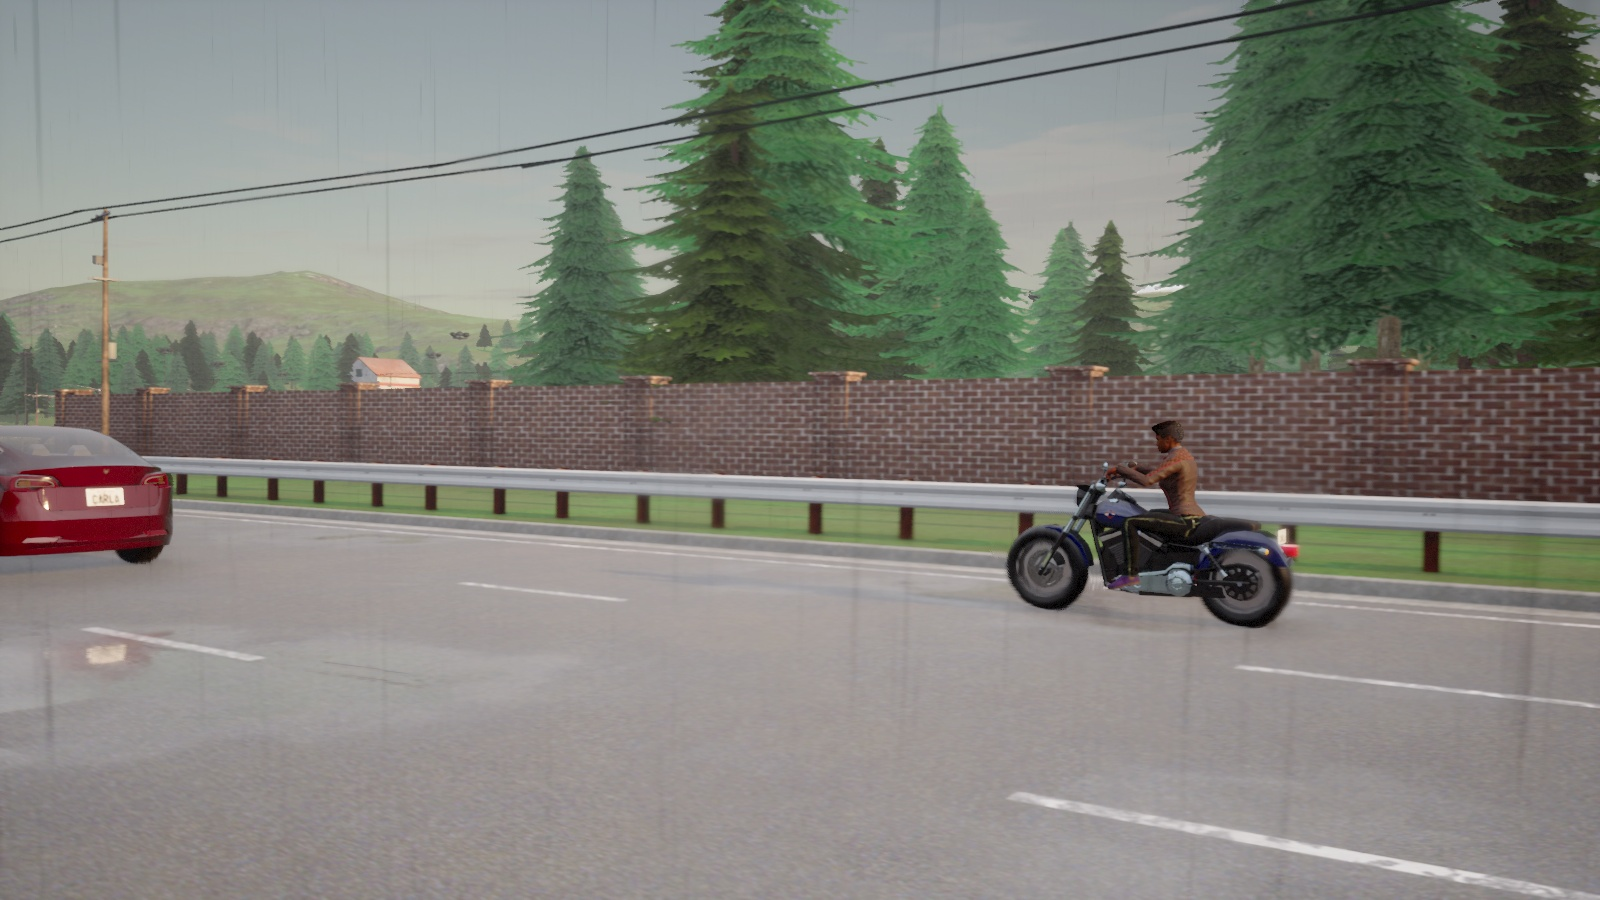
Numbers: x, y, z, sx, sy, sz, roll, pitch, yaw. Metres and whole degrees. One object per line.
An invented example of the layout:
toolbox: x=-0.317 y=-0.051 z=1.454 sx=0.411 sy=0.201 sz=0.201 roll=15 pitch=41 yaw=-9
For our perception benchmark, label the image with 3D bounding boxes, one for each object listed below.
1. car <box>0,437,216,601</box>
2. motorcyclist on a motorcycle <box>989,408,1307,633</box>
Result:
car: x=-8.758 y=0.624 z=13.643 sx=4.792 sy=1.488 sz=2.163 roll=0 pitch=1 yaw=34
motorcyclist on a motorcycle: x=2.782 y=0.518 z=10.177 sx=2.350 sy=1.649 sz=0.766 roll=0 pitch=1 yaw=34
